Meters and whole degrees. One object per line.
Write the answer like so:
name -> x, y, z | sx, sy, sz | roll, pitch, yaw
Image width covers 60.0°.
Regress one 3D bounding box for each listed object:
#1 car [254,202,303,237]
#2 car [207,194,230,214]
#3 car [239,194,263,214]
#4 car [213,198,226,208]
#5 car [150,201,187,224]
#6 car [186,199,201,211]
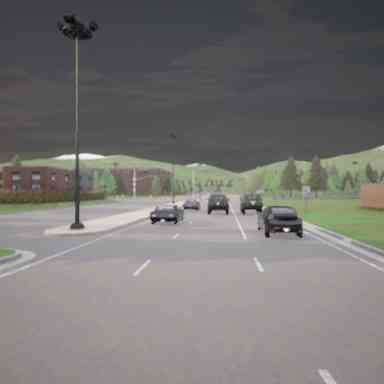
car -> 4.681, 1.516, 18.081 | 1.837, 1.490, 4.892 | 0, 0, 5
car -> 2.808, 1.246, 35.250 | 2.150, 2.045, 5.566 | 0, 0, 5
car -> 6.387, 1.244, 35.921 | 2.150, 2.045, 5.566 | 0, 0, 6
car -> 3.996, 1.558, 48.319 | 1.812, 1.442, 4.674 | 0, 0, 6
car -> -1.740, 1.618, 24.655 | 1.895, 1.301, 4.718 | 0, 0, 5
car -> -0.024, 1.593, 42.288 | 1.994, 1.385, 4.181 | 0, 0, 6
